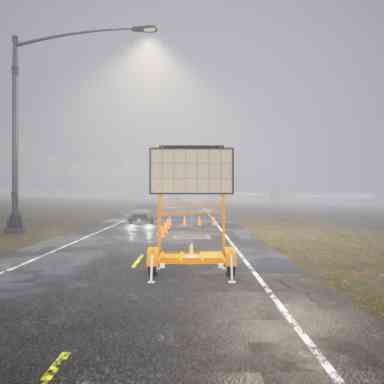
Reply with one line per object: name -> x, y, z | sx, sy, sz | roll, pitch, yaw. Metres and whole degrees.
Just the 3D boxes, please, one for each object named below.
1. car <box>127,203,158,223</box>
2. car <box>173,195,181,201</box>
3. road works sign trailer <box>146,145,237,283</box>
car -> -3.624, 1.550, 25.501 | 2.033, 1.411, 5.357 | 0, 0, 0
car -> -3.577, 1.482, 81.435 | 1.882, 1.535, 5.008 | 0, 0, 0
road works sign trailer -> -0.010, 0.465, 9.619 | 2.380, 3.560, 2.880 | 0, 0, 0
